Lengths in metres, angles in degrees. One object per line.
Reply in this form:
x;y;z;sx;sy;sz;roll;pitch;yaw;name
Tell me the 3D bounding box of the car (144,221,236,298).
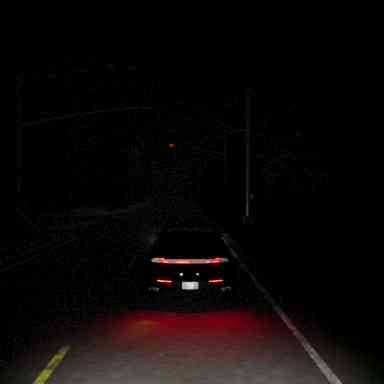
-0.071;1.492;8.487;2.128;1.511;4.902;0;0;-1;car
